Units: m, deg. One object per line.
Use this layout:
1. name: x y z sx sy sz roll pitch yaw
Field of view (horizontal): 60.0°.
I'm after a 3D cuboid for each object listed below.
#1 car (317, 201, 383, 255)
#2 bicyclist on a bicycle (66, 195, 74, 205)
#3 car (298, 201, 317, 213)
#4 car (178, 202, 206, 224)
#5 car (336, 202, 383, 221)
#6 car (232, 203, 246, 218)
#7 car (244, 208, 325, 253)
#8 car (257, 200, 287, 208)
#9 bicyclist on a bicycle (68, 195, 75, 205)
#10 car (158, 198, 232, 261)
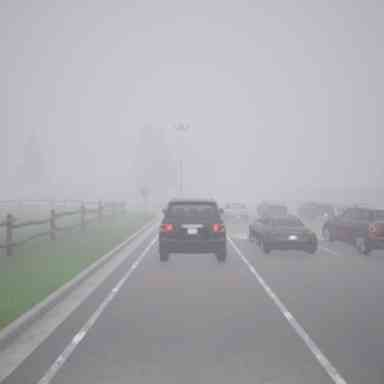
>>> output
1. car: 7.046 1.349 13.451 2.097 1.767 4.553 0 0 1
2. bicyclist on a bicycle: -20.271 1.286 55.310 0.582 1.620 1.656 0 0 7
3. car: 10.545 1.500 28.559 1.837 1.490 4.892 0 0 1
4. car: -0.085 1.541 26.366 2.033 1.411 5.357 0 0 -2
5. car: 14.037 1.595 27.929 1.895 1.301 4.718 0 0 1
6. car: 3.537 1.594 27.928 1.895 1.301 4.718 0 0 1
7. car: 3.550 1.562 13.665 1.994 1.385 4.181 0 0 0
8. car: 7.055 1.471 29.721 1.882 1.535 5.008 0 0 1
9. bicyclist on a bicycle: -19.785 1.286 55.245 0.582 1.620 1.656 0 0 8
10. car: 0.037 1.220 12.375 2.150 2.045 5.566 0 0 1
